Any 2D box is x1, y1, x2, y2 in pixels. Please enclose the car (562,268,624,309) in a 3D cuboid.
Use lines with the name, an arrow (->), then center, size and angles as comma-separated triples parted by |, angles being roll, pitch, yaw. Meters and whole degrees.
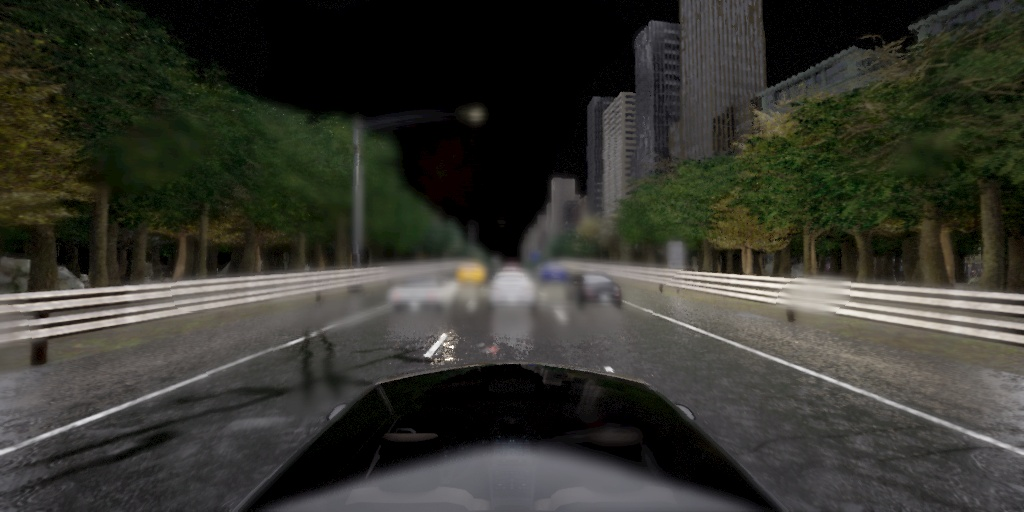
car -> 3.532, 1.424, 15.749 | 1.812, 1.442, 4.674 | 0, 0, 1

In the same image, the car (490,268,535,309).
car -> 0.033, 1.425, 15.745 | 1.812, 1.442, 4.674 | 0, 0, 1

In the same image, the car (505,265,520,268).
car -> 0.040, 1.530, 30.754 | 1.812, 1.442, 4.674 | 0, 0, 1

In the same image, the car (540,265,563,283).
car -> 3.544, 1.483, 31.102 | 1.882, 1.535, 5.008 | 0, 0, 1

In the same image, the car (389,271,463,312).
car -> -3.476, 1.495, 15.133 | 1.895, 1.301, 4.718 | 0, 0, 1

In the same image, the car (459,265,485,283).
car -> -3.457, 1.484, 31.102 | 1.882, 1.535, 5.008 | 0, 0, 1
